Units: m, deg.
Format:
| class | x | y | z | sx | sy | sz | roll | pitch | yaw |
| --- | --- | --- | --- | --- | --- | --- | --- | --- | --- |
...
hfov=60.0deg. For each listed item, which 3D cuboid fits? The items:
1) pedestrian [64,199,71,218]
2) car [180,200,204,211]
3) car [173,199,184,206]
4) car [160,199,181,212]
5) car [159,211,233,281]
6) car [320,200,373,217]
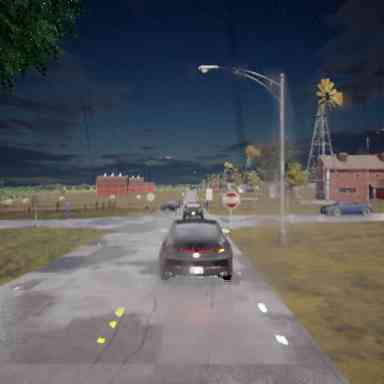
| class | x | y | z | sx | sy | sz | roll | pitch | yaw |
| --- | --- | --- | --- | --- | --- | --- | --- | --- | --- |
| pedestrian | -12.140 | 1.609 | 32.449 | 0.375 | 1.860 | 0.375 | 0 | 2 | 0 |
| car | 0.112 | 1.694 | 31.143 | 1.812 | 1.442 | 4.674 | 0 | 0 | 0 |
| car | -2.729 | 2.103 | 65.809 | 1.994 | 1.385 | 4.181 | 0 | -1 | 0 |
| car | -2.857 | 1.854 | 42.085 | 1.895 | 1.301 | 4.718 | 0 | 0 | 1 |
| car | 0.104 | 1.546 | 9.993 | 1.837 | 1.490 | 4.892 | 0 | 0 | 0 |
| car | 13.515 | 1.395 | 29.286 | 4.181 | 1.385 | 1.994 | -1 | 1 | -2 |
